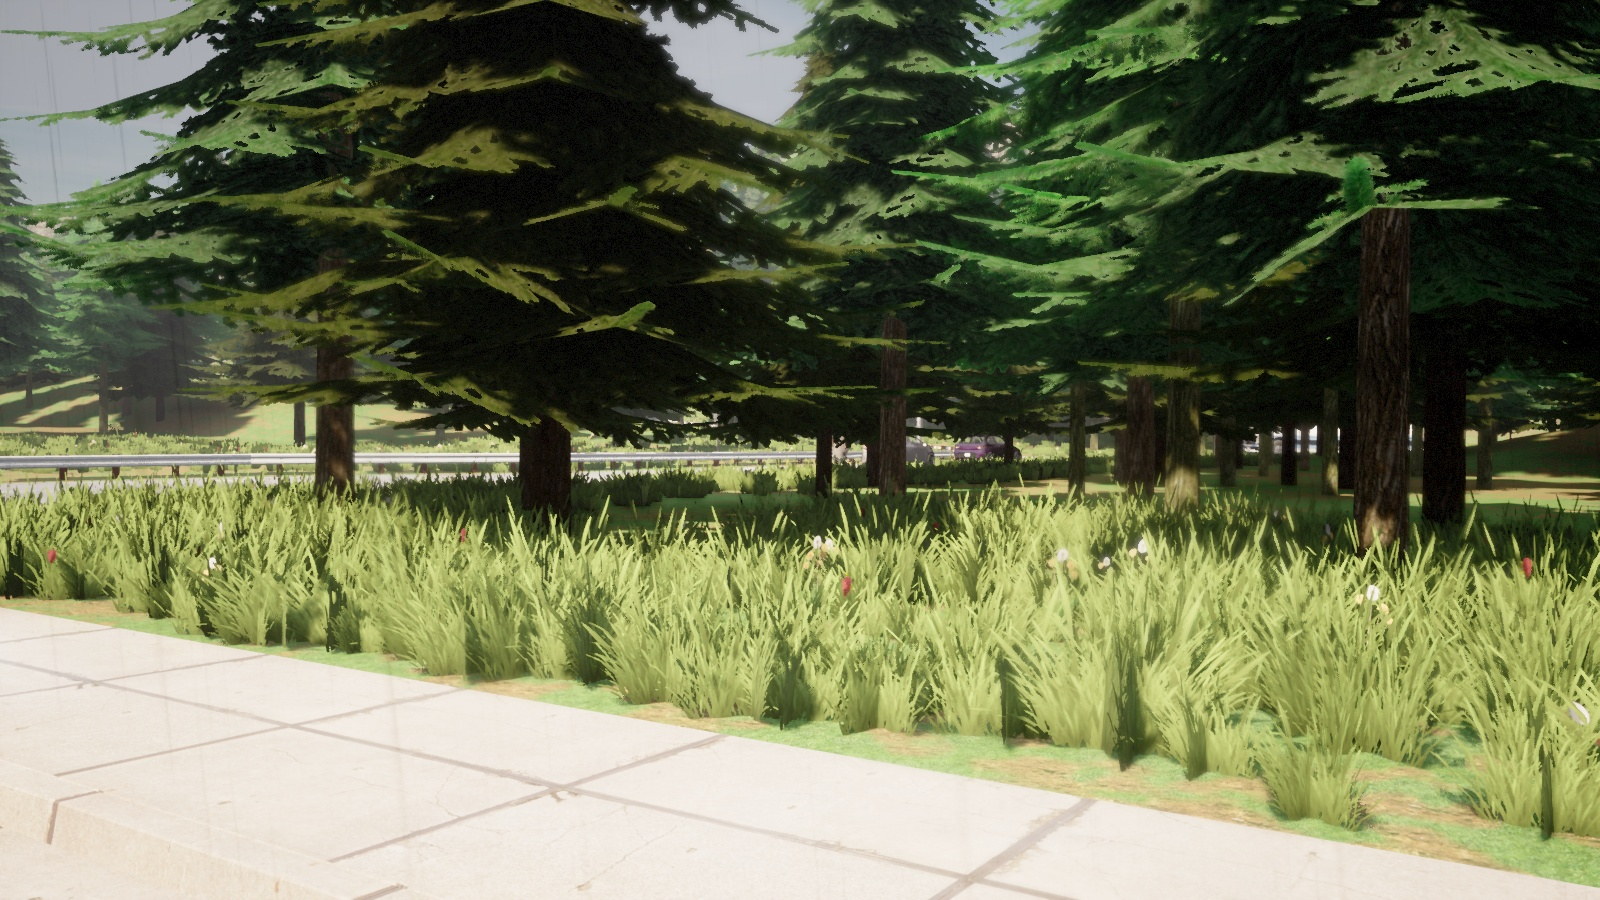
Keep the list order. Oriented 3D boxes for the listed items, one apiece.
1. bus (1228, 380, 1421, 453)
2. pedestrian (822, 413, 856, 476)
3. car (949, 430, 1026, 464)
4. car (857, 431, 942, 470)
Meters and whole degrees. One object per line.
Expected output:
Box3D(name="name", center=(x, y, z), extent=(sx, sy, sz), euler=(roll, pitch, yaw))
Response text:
Box3D(name="bus", center=(32.220, -2.022, 77.514), extent=(10.273, 4.253, 3.944), euler=(0, 1, 4))
Box3D(name="pedestrian", center=(1.227, -0.179, 39.183), extent=(0.659, 1.952, 0.873), euler=(0, 1, 35))
Box3D(name="car", center=(8.648, -0.148, 57.729), extent=(1.816, 1.474, 4.193), euler=(0, 1, 35))
Box3D(name="car", center=(4.080, -0.017, 51.140), extent=(1.845, 1.501, 3.633), euler=(0, 1, 35))
